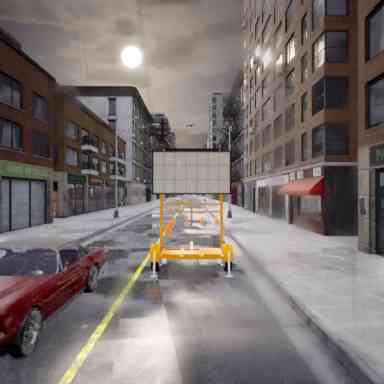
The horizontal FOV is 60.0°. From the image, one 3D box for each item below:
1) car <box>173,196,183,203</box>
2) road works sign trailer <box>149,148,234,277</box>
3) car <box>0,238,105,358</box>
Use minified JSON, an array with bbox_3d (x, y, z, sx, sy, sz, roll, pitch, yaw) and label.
[{"bbox_3d":[-3.082,1.630,72.906,1.812,1.442,4.674,0,0,0],"label":"car"},{"bbox_3d":[-0.010,0.473,10.213,2.380,3.560,2.880,0,0,0],"label":"road works sign trailer"},{"bbox_3d":[-3.105,1.606,6.115,1.895,1.301,4.718,0,0,0],"label":"car"}]
